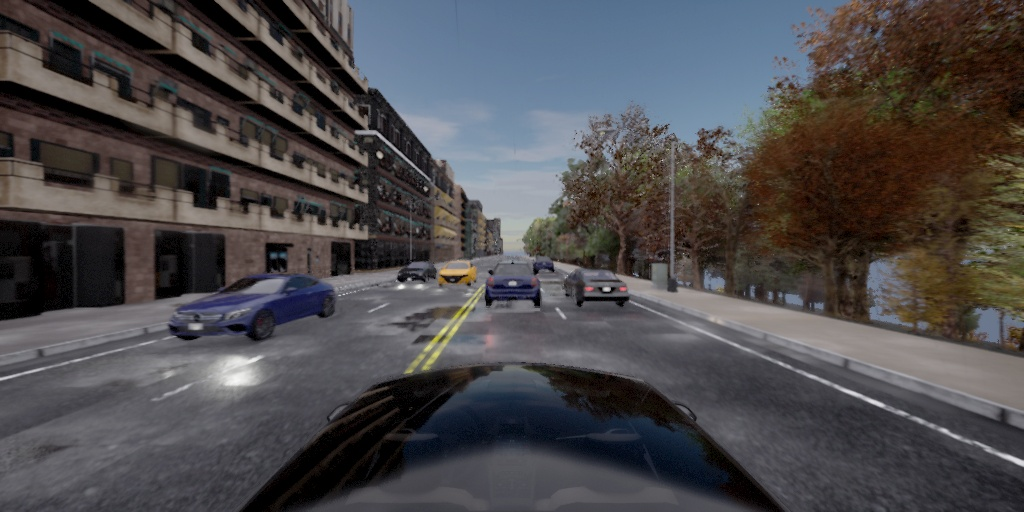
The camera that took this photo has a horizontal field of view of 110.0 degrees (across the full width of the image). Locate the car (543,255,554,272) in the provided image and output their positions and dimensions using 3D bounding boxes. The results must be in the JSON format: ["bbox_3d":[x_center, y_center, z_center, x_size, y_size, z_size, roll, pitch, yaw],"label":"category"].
[{"bbox_3d":[3.342,0.760,39.403,2.097,1.767,4.553,0,0,0],"label":"car"}]

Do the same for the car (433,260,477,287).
[{"bbox_3d":[-3.303,1.038,22.485,1.882,1.535,5.008,0,0,0],"label":"car"}]

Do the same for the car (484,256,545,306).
[{"bbox_3d":[0.044,0.980,14.993,2.097,1.767,4.553,0,0,1],"label":"car"}]

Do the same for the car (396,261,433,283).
[{"bbox_3d":[-6.525,1.081,25.513,2.033,1.411,5.357,0,0,0],"label":"car"}]

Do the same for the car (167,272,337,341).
[{"bbox_3d":[-6.558,1.202,9.782,1.812,1.442,4.674,0,0,1],"label":"car"}]

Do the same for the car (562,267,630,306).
[{"bbox_3d":[3.292,1.177,14.919,2.033,1.411,5.357,0,1,1],"label":"car"}]
